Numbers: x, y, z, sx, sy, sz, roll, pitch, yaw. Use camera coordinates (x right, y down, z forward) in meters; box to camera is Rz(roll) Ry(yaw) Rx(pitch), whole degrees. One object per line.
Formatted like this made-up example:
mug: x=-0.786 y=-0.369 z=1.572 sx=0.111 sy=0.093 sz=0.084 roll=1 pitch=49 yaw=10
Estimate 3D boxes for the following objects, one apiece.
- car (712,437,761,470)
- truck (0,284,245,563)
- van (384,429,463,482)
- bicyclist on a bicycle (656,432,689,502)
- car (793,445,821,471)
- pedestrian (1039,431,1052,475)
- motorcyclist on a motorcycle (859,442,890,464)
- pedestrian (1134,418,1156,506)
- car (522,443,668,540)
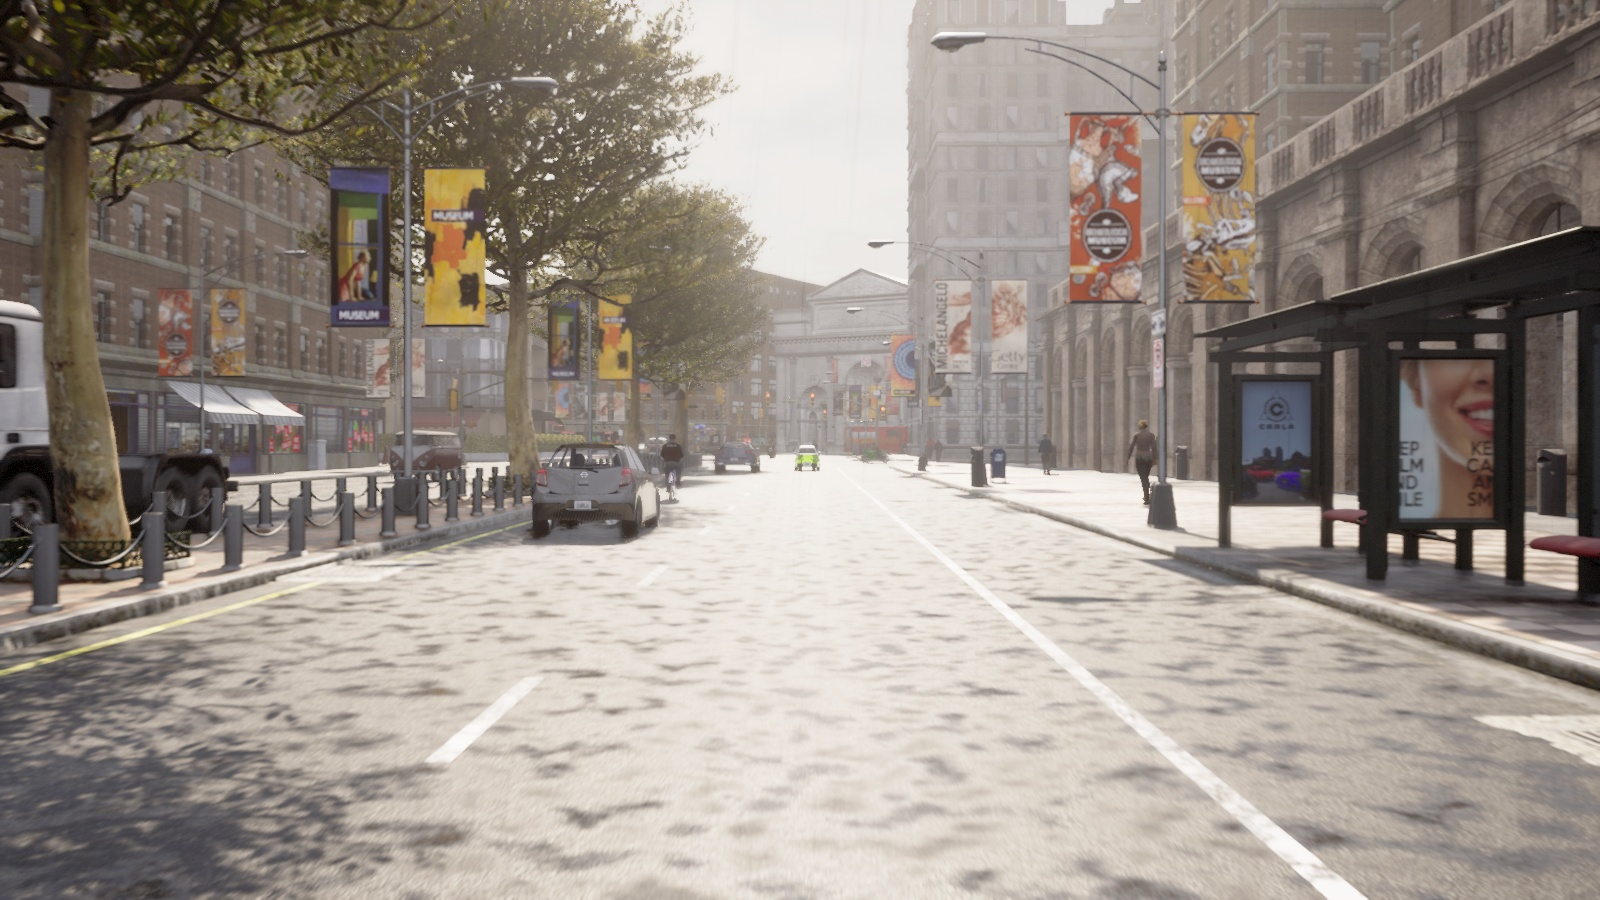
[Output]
car: x=-3.196 y=0.159 z=64.531 sx=2.152 sy=1.651 sz=5.027 roll=0 pitch=0 yaw=1
truck: x=-11.379 y=-0.348 z=18.440 sx=2.891 sy=3.462 sz=7.936 roll=0 pitch=0 yaw=0
van: x=-14.705 y=0.210 z=49.278 sx=1.775 sy=1.987 sz=4.442 roll=0 pitch=0 yaw=0
bicyclist on a bicycle: x=-3.299 y=0.430 z=32.692 sx=0.659 sy=1.776 sz=1.843 roll=0 pitch=1 yaw=0
car: x=0.386 y=0.422 z=67.442 sx=1.481 sy=1.376 sz=2.207 roll=0 pitch=1 yaw=1
pedestrian: x=10.358 y=0.113 z=52.948 sx=0.402 sy=1.842 sz=0.726 roll=0 pitch=0 yaw=0
motorcyclist on a motorcycle: x=5.336 y=0.225 z=90.149 sx=2.044 sy=1.523 sz=0.797 roll=0 pitch=1 yaw=-14
pedestrian: x=7.337 y=0.259 z=26.708 sx=0.331 sy=1.846 sz=0.634 roll=0 pitch=0 yaw=3
car: x=-3.364 y=0.638 z=21.251 sx=1.845 sy=1.501 sz=3.633 roll=0 pitch=0 yaw=0
